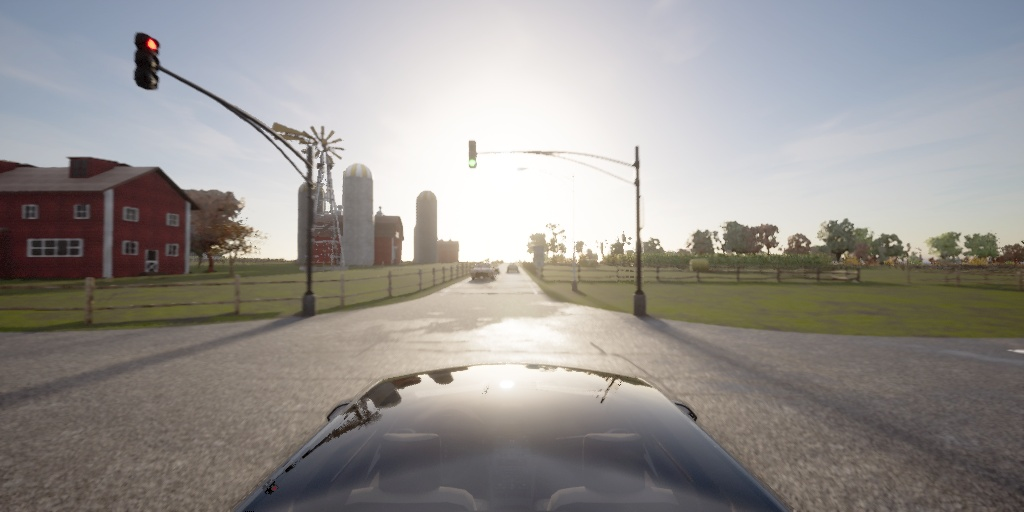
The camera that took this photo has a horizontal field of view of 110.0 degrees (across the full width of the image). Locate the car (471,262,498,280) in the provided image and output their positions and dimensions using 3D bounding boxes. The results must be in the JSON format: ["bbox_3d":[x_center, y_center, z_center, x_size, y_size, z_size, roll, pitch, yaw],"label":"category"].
[{"bbox_3d":[-2.773,1.406,35.182,2.097,1.767,4.553,0,0,0],"label":"car"}]

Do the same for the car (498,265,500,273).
[{"bbox_3d":[-2.706,1.780,50.768,1.895,1.301,4.718,0,0,1],"label":"car"}]

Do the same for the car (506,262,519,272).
[{"bbox_3d":[0.095,1.686,55.193,2.128,1.511,4.902,0,0,0],"label":"car"}]
